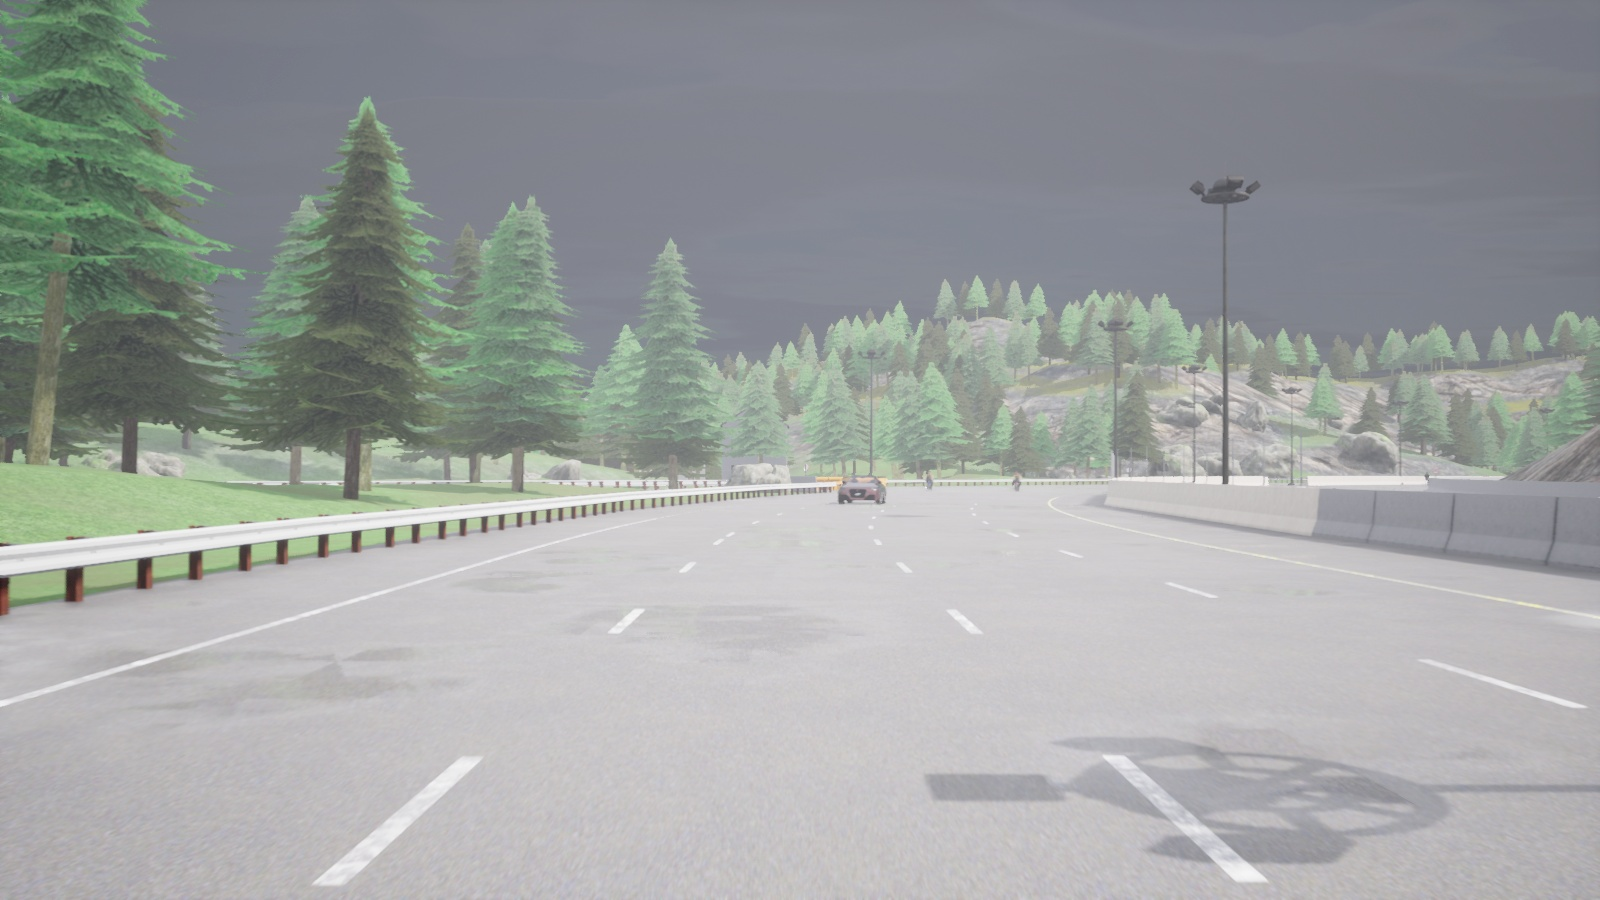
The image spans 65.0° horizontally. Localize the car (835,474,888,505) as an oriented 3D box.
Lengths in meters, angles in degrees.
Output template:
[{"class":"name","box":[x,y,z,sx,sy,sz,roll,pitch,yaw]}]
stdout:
[{"class":"car","box":[2.951,1.861,59.422,1.994,1.385,4.181,0,-1,10]}]
